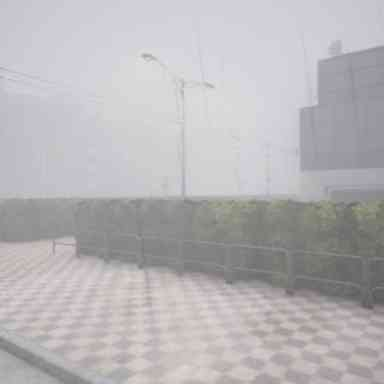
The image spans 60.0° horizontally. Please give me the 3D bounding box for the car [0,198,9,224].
[{"bbox_3d":[-12.776,1.401,22.535,2.150,2.045,5.566,-1,-1,38],"label":"car"}]
